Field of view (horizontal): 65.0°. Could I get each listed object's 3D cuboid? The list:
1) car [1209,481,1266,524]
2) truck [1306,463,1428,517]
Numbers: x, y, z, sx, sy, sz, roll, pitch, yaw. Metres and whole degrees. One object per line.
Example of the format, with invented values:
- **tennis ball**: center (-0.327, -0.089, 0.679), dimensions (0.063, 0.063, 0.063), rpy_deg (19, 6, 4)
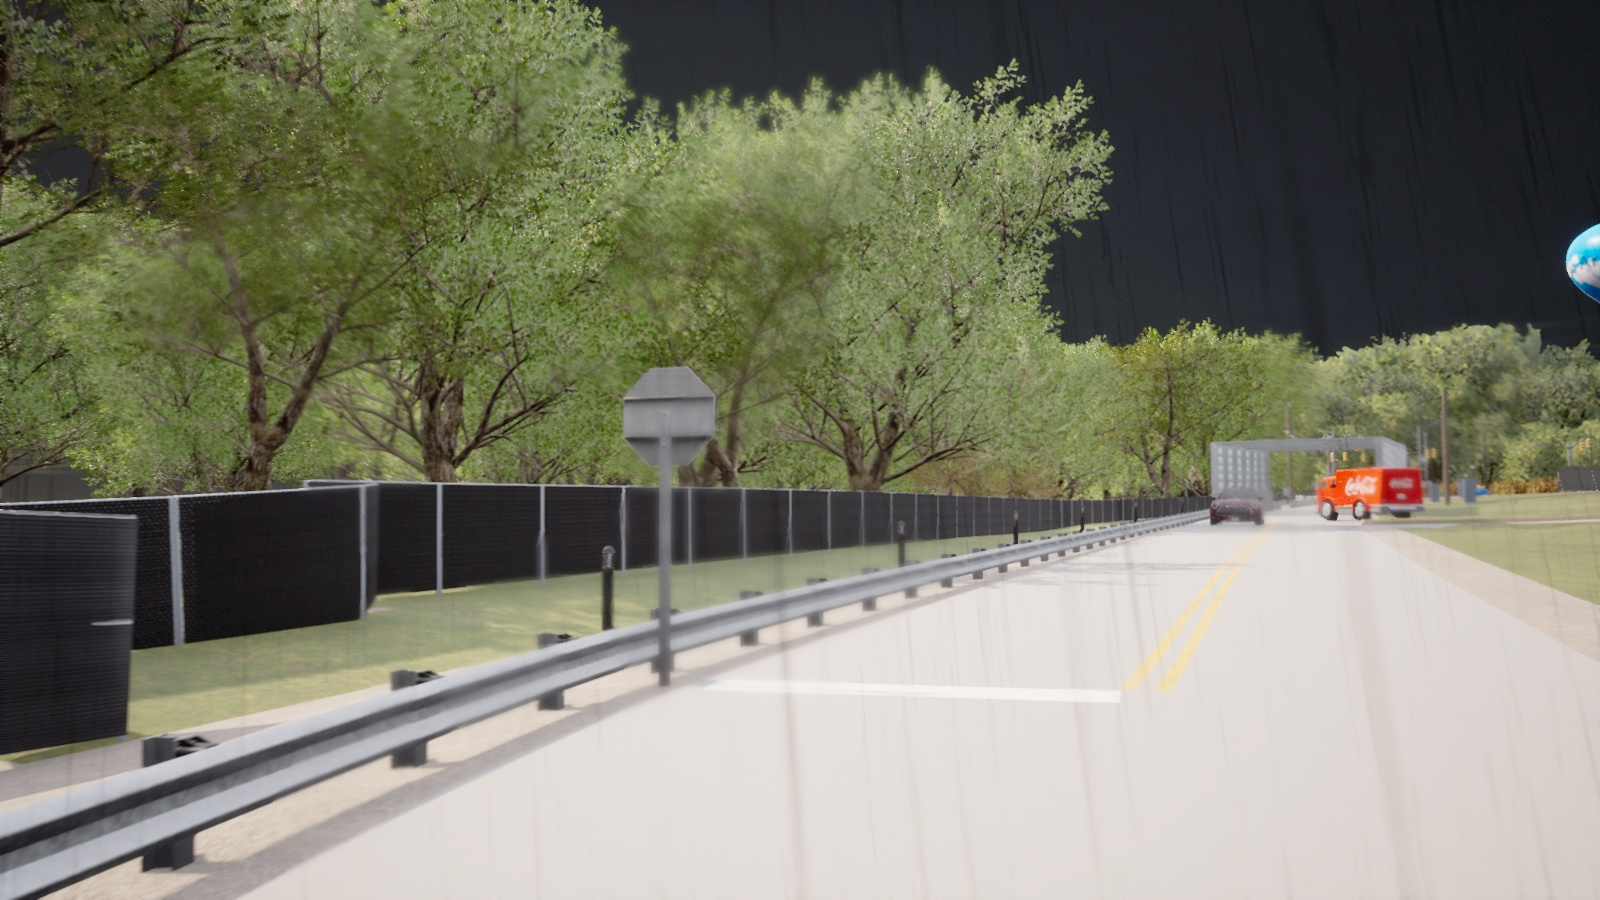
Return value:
- **car**: center (19.429, 2.310, 55.668), dimensions (2.097, 1.767, 4.553), rpy_deg (-2, -3, 22)
- **truck**: center (27.042, 1.968, 60.142), dimensions (2.627, 2.467, 5.204), rpy_deg (1, -3, -13)
